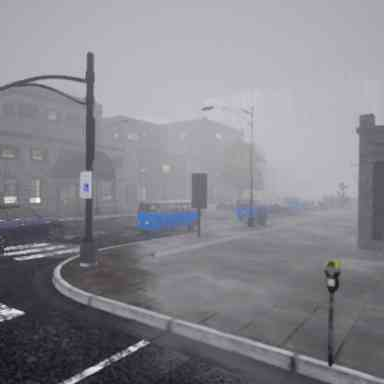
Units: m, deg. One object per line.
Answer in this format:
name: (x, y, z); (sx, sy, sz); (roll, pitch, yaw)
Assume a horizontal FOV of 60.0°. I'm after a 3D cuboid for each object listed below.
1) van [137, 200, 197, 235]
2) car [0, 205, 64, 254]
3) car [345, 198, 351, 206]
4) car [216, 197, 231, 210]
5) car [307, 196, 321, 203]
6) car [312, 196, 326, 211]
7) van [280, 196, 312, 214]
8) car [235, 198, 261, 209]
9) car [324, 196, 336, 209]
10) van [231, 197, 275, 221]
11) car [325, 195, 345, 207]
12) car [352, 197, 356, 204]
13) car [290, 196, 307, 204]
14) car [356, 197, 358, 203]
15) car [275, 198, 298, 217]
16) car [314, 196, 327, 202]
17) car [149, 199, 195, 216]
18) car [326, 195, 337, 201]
van: (-1.236, 1.333, 18.454); (1.690, 1.788, 3.998); (1, 0, 35)
car: (-7.316, 1.297, 13.522); (2.097, 1.767, 4.553); (1, 1, 16)
car: (24.140, 1.442, 54.614); (2.192, 1.841, 5.009); (1, 0, 35)
car: (4.603, 1.379, 41.363); (1.967, 1.590, 4.097); (1, 0, 35)
car: (26.706, 1.600, 72.862); (1.752, 1.417, 4.829); (1, 0, 35)
car: (14.720, 1.597, 41.194); (1.752, 1.417, 4.829); (1, 0, 35)
van: (11.452, 1.395, 36.533); (1.690, 1.788, 3.998); (1, 0, 35)
car: (7.773, 1.501, 45.883); (1.887, 1.381, 4.507); (1, 0, 35)
car: (17.793, 1.655, 45.574); (1.947, 1.339, 4.313); (1, 0, 35)
van: (5.108, 1.362, 27.494); (1.690, 1.788, 3.998); (1, 0, 35)
car: (20.968, 1.423, 50.094); (2.192, 1.841, 5.009); (1, 0, 35)
car: (27.407, 1.673, 59.273); (1.752, 1.417, 4.829); (1, 0, 35)
car: (20.460, 1.577, 63.961); (1.887, 1.381, 4.507); (1, 0, 35)
car: (33.653, 1.735, 68.173); (1.887, 1.381, 4.507); (1, 0, 35)
car: (8.277, 1.581, 32.014); (1.887, 1.381, 4.507); (1, 0, 35)
car: (29.975, 1.664, 77.521); (1.947, 1.339, 4.313); (1, 0, 35)
car: (-1.840, 1.431, 32.184); (1.752, 1.417, 4.829); (1, 0, 35)
car: (36.320, 1.584, 86.560); (1.967, 1.590, 4.097); (1, 0, 35)
